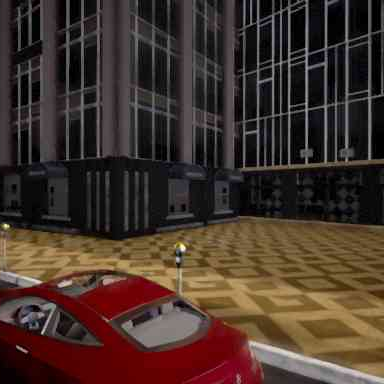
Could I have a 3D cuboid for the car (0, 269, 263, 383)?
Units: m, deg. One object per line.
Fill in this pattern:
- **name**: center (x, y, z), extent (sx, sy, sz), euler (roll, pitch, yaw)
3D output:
- **car**: center (-1.290, 1.580, 3.793), extent (4.206, 1.307, 1.802), euler (0, 0, 35)
